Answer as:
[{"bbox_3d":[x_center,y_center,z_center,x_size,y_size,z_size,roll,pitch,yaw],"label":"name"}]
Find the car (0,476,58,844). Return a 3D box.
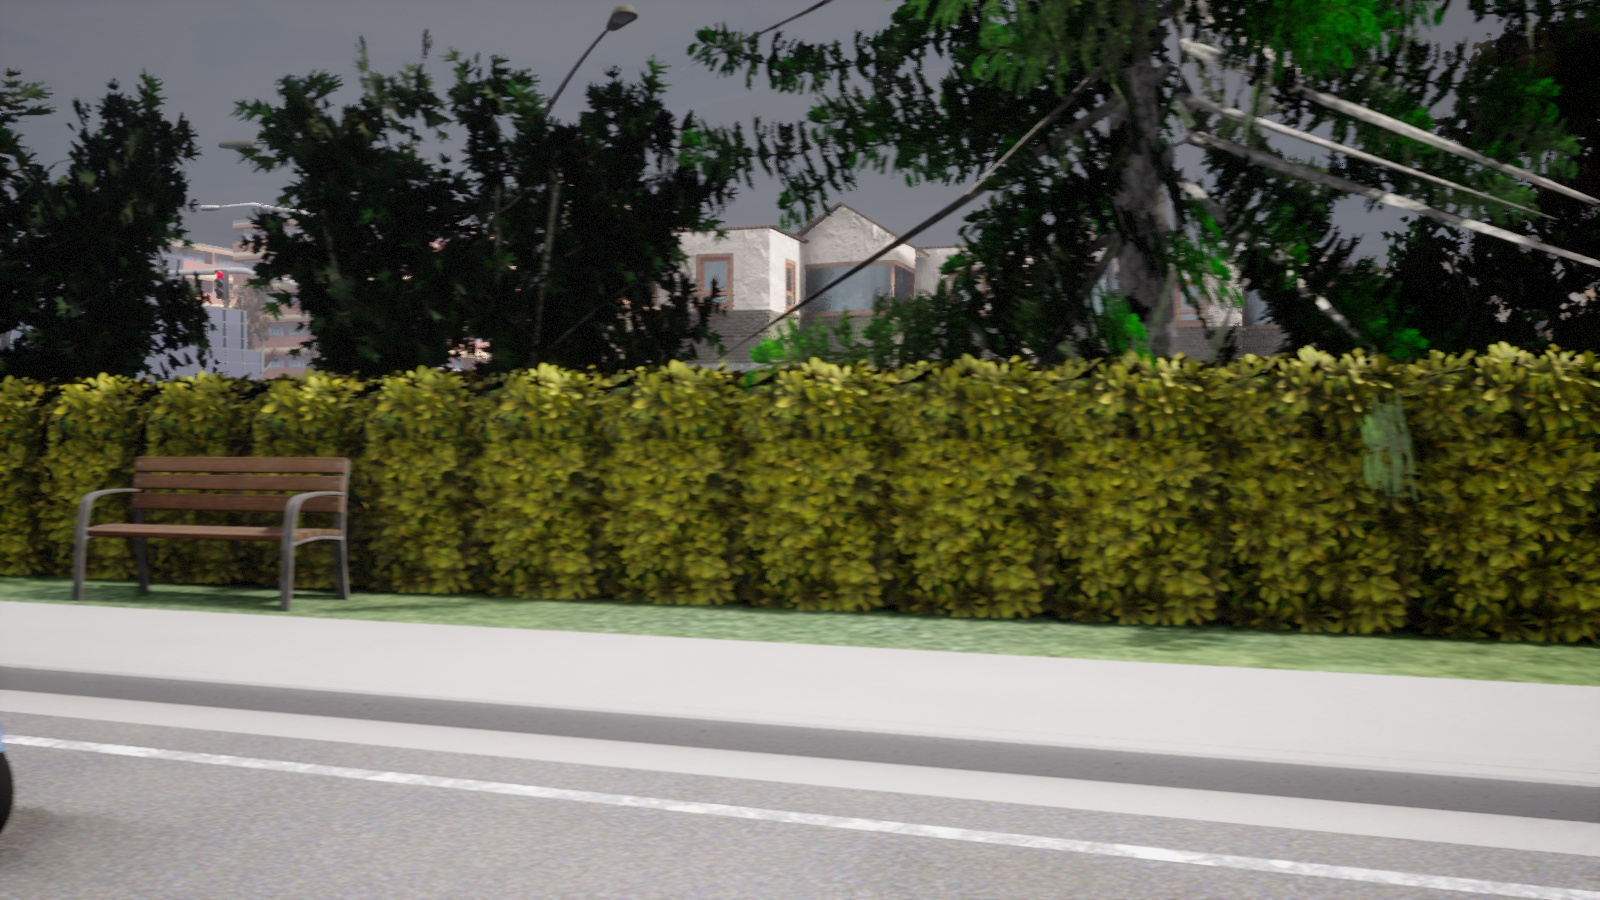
[{"bbox_3d":[-4.217,0.792,4.613,2.207,1.376,1.481,1,1,19],"label":"car"}]
